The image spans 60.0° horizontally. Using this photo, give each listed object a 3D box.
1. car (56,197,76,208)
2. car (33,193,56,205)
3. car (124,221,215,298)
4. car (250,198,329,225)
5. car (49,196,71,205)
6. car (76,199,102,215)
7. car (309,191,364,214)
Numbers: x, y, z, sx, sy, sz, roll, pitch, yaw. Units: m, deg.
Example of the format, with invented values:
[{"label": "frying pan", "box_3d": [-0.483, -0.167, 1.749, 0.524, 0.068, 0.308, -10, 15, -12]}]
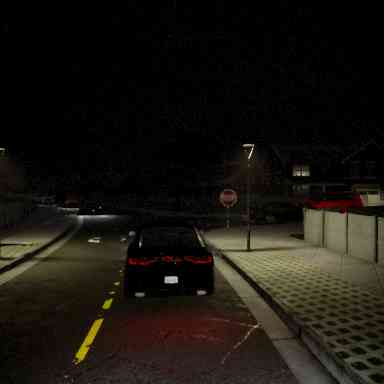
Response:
[{"label": "car", "box_3d": [-17.213, 1.449, 46.569, 1.882, 1.535, 5.008, 0, 0, -34]}, {"label": "car", "box_3d": [-25.971, 1.209, 58.116, 2.150, 2.045, 5.566, 0, 1, -42]}, {"label": "car", "box_3d": [-0.636, 1.474, 8.626, 1.882, 1.535, 5.008, 0, 0, -6]}, {"label": "car", "box_3d": [6.170, 1.358, 22.117, 4.892, 1.490, 1.837, -1, 1, -8]}, {"label": "car", "box_3d": [-23.864, 1.525, 60.086, 2.033, 1.411, 5.357, 0, 0, -42]}, {"label": "car", "box_3d": [-10.353, 1.498, 33.770, 1.812, 1.442, 4.674, 0, 0, -25]}, {"label": "car", "box_3d": [10.461, 0.994, 25.847, 5.566, 2.045, 2.150, -1, 0, -9]}]
